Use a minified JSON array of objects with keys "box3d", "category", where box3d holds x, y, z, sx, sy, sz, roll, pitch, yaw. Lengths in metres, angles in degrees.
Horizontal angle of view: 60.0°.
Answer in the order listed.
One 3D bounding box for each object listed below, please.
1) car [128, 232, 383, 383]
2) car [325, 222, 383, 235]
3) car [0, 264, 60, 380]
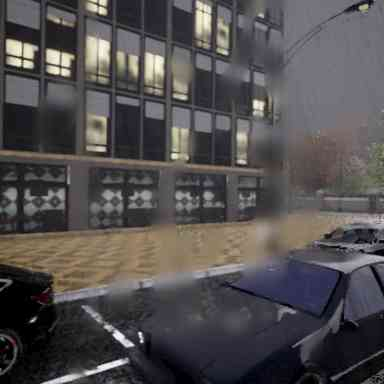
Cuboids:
[{"box3d":[1.883,1.587,4.716,5.357,1.411,2.033,1,0,-35],"category":"car"},{"box3d":[5.409,1.662,10.508,4.313,1.339,1.947,1,0,-35],"category":"car"},{"box3d":[-3.825,1.556,3.829,4.313,1.339,1.947,1,0,-35],"category":"car"}]
